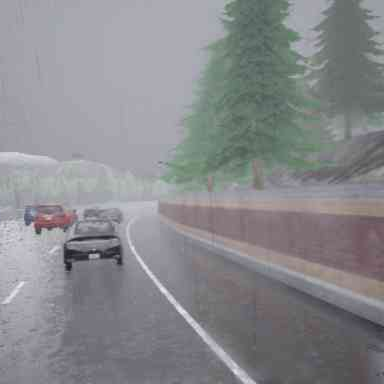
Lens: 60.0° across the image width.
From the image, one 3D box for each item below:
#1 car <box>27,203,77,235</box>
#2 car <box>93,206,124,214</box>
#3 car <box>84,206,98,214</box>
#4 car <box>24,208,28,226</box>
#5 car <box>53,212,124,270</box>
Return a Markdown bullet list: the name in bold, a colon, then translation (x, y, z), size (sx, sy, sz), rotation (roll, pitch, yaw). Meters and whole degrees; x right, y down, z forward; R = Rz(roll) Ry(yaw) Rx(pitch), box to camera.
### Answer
- **car**: translation (-9.862, 1.880, 24.386), size (2.150, 2.045, 5.566), rotation (-2, -1, -10)
- **car**: translation (-7.269, 2.182, 30.297), size (2.033, 1.411, 5.357), rotation (-2, -1, -7)
- **car**: translation (-11.591, 2.417, 39.804), size (1.837, 1.490, 4.892), rotation (-2, 0, -4)
- **car**: translation (-14.586, 2.159, 32.780), size (2.150, 2.045, 5.566), rotation (-2, -1, -6)
- **car**: translation (-3.615, 1.776, 12.369), size (2.128, 1.511, 4.902), rotation (-2, -1, -16)
